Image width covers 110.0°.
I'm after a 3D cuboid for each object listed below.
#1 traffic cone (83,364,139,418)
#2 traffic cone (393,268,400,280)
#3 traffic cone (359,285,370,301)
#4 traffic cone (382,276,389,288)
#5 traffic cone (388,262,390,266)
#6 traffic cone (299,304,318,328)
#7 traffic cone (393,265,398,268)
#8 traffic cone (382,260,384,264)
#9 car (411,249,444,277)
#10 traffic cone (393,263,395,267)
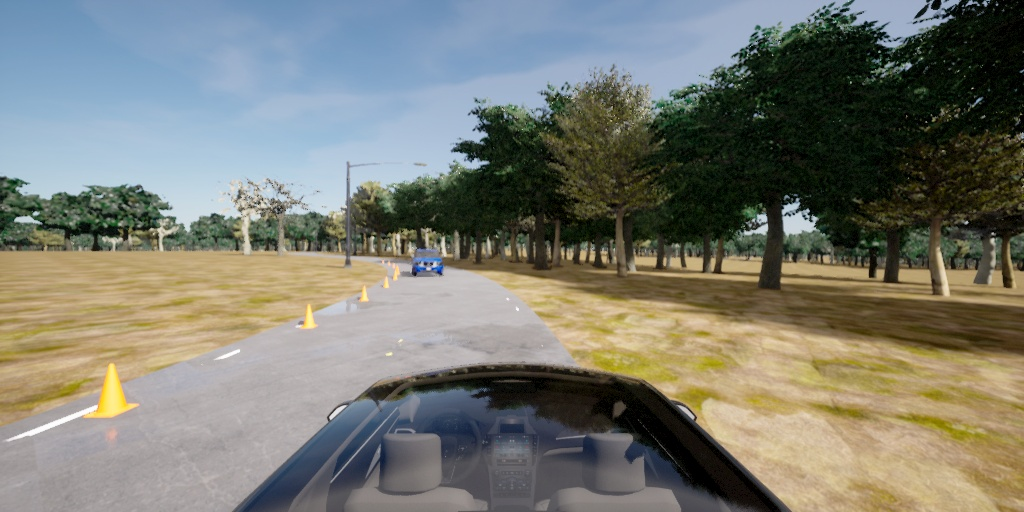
[{"bbox_3d":[-4.944,1.627,4.433,0.340,0.580,0.340,0,0,-2],"label":"traffic cone"},{"bbox_3d":[-7.692,1.274,23.636,0.340,0.580,0.340,0,0,-14],"label":"traffic cone"},{"bbox_3d":[-5.817,1.456,14.106,0.340,0.580,0.340,0,0,-8],"label":"traffic cone"},{"bbox_3d":[-6.630,1.368,18.895,0.340,0.580,0.340,0,0,-11],"label":"traffic cone"},{"bbox_3d":[-14.354,0.841,41.854,0.340,0.580,0.340,0,0,-26],"label":"traffic cone"},{"bbox_3d":[-5.255,1.542,9.281,0.340,0.580,0.340,0,0,-5],"label":"traffic cone"},{"bbox_3d":[-8.999,1.175,28.315,0.340,0.580,0.340,0,0,-17],"label":"traffic cone"},{"bbox_3d":[-16.600,0.718,46.161,0.340,0.580,0.340,0,0,-29],"label":"traffic cone"},{"bbox_3d":[-6.531,0.479,27.615,2.150,2.045,5.566,1,1,-16],"label":"car"},{"bbox_3d":[-10.548,1.069,32.919,0.340,0.580,0.340,0,0,-20],"label":"traffic cone"}]
